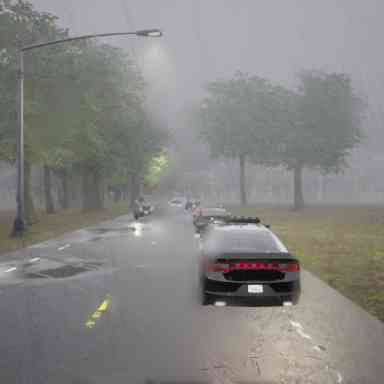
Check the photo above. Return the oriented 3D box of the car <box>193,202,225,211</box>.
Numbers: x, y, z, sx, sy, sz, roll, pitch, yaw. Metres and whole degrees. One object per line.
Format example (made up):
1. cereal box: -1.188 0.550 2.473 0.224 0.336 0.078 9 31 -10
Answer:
1. car: 1.107 1.503 18.075 1.837 1.490 4.892 0 0 0

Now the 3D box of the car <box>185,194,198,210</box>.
1. car: 0.188 1.471 45.534 2.097 1.767 4.553 0 0 1

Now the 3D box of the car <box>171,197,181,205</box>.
1. car: -3.286 1.798 68.208 1.882 1.535 5.008 0 -1 0

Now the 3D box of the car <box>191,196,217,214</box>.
1. car: 1.125 1.356 24.047 2.097 1.767 4.553 0 0 0

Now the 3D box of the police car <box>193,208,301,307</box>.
1. police car: 1.076 1.423 8.184 1.930 1.638 5.238 0 0 0

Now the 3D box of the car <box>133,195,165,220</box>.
1. car: -3.511 1.238 28.358 2.150 2.045 5.566 0 0 0

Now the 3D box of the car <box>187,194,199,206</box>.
1. car: 0.187 1.463 59.521 2.150 2.045 5.566 0 -1 0
